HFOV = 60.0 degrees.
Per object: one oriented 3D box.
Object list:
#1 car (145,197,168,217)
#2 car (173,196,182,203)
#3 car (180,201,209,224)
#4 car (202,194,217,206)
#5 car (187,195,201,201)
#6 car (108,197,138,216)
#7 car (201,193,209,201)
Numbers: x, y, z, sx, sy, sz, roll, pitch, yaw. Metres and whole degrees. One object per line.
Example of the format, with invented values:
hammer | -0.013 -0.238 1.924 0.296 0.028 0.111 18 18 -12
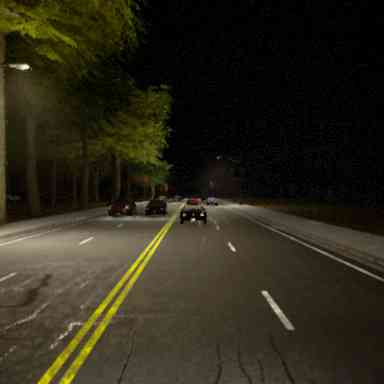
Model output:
car | -3.347 1.494 32.107 1.882 1.535 5.008 0 0 0
car | -3.260 1.573 73.559 2.128 1.511 4.902 0 0 0
car | 0.097 1.611 25.224 1.895 1.301 4.718 0 0 0
car | 3.341 1.602 57.463 2.033 1.411 5.357 0 0 0
car | 0.092 1.613 55.527 1.994 1.385 4.181 0 0 0
car | -6.596 1.368 32.034 2.097 1.767 4.553 0 0 0
car | 3.239 1.355 80.309 2.150 2.045 5.566 0 0 0
